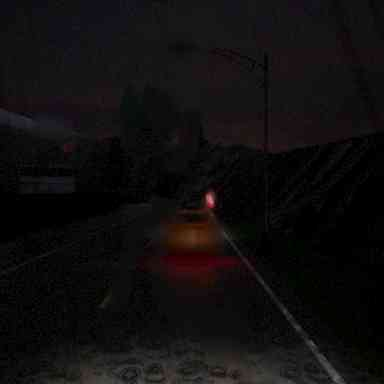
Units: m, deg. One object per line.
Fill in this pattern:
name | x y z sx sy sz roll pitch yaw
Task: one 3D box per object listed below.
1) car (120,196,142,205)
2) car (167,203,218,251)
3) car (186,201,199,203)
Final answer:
car | -11.277 1.517 59.754 4.674 1.442 1.812 0 0 10
car | 0.049 1.476 14.034 1.882 1.535 5.008 0 0 0
car | 0.041 1.522 28.502 1.812 1.442 4.674 0 0 1
